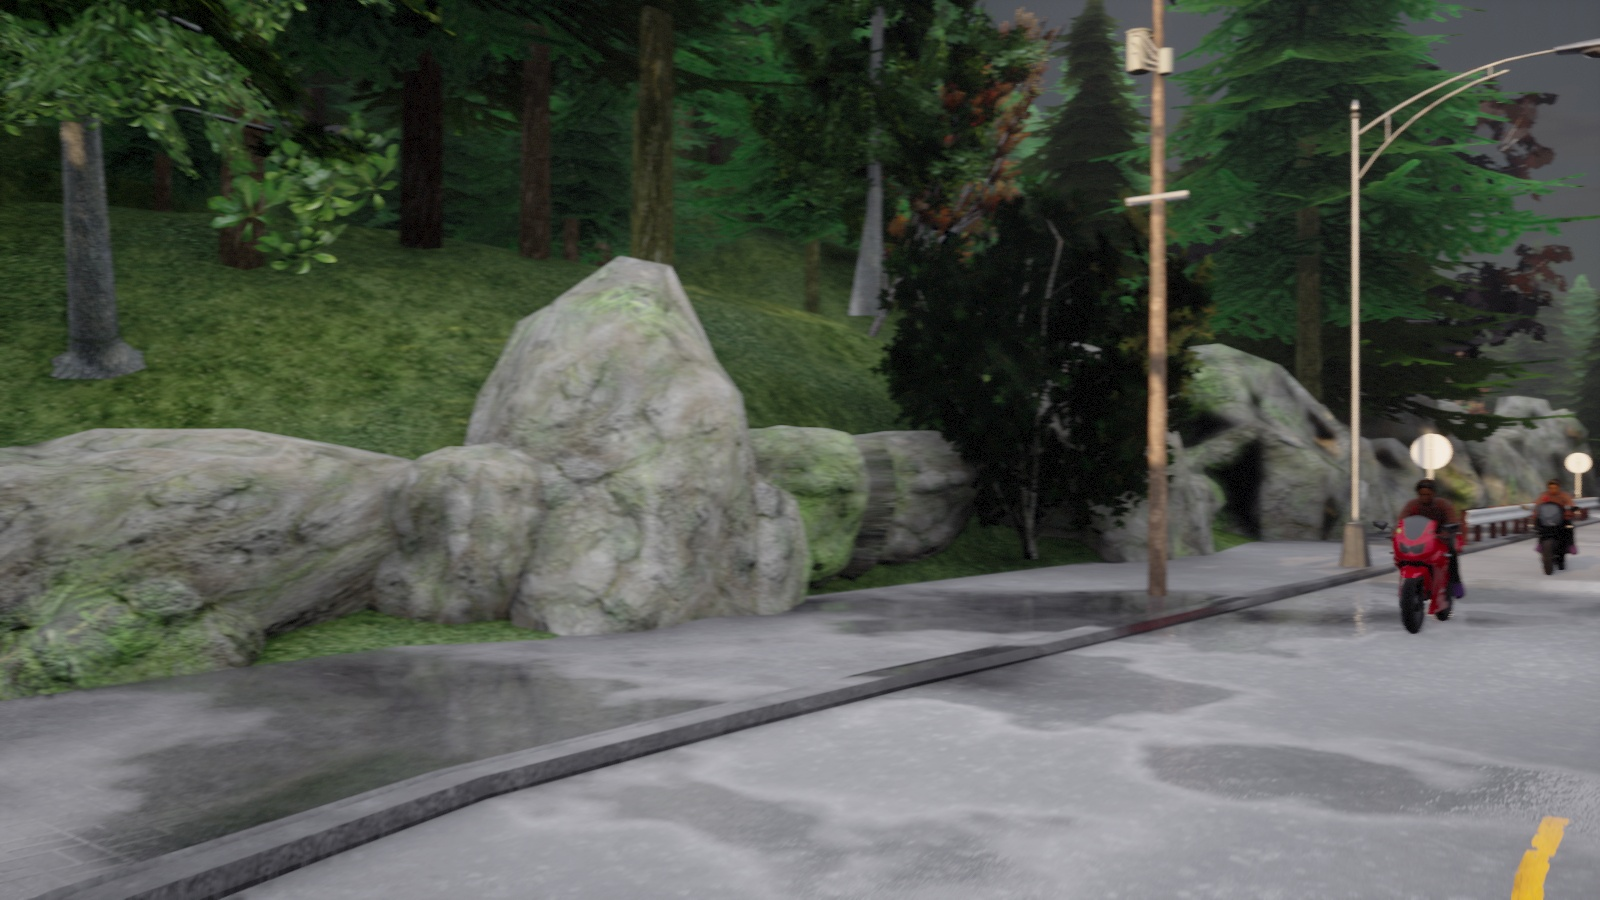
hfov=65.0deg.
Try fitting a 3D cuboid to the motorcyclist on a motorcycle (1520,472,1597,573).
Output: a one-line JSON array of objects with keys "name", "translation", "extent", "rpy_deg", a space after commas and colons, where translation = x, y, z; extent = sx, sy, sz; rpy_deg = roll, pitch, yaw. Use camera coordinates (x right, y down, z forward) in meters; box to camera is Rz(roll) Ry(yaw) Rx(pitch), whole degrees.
[{"name": "motorcyclist on a motorcycle", "translation": [12.126, 1.119, 20.054], "extent": [0.797, 1.523, 2.044], "rpy_deg": [-1, -1, 38]}]

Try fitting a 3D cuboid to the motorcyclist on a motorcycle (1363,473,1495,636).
[{"name": "motorcyclist on a motorcycle", "translation": [6.459, 1.004, 12.833], "extent": [0.797, 1.523, 2.044], "rpy_deg": [-1, -1, 38]}]
